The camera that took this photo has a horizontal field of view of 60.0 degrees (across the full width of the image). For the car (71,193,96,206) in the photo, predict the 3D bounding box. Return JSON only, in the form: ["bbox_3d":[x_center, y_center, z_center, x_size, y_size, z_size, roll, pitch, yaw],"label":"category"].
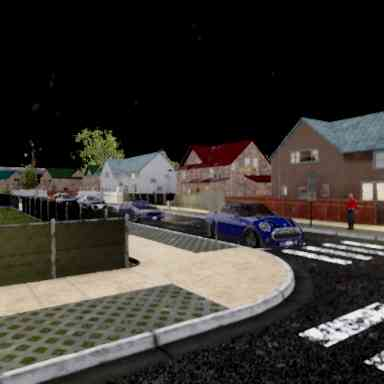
[{"bbox_3d":[-14.673,0.945,44.950,1.882,1.535,5.008,0,1,-34],"label":"car"}]

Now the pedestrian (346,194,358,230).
[{"bbox_3d":[7.942,0.967,16.670,0.375,1.860,0.375,0,0,-34],"label":"pedestrian"}]

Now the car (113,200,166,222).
[{"bbox_3d":[-3.907,1.285,23.737,2.033,1.411,5.357,0,1,-34],"label":"car"}]

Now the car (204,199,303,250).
[{"bbox_3d":[2.379,1.212,13.799,2.097,1.767,4.553,0,1,-29],"label":"car"}]

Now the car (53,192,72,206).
[{"bbox_3d":[-15.285,1.086,40.635,1.994,1.385,4.181,0,1,-34],"label":"car"}]

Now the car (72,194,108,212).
[{"bbox_3d":[-9.691,1.121,32.312,2.128,1.511,4.902,0,1,-34],"label":"car"}]

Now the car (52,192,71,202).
[{"bbox_3d":[-21.807,0.807,55.488,1.882,1.535,5.008,0,1,-34],"label":"car"}]
